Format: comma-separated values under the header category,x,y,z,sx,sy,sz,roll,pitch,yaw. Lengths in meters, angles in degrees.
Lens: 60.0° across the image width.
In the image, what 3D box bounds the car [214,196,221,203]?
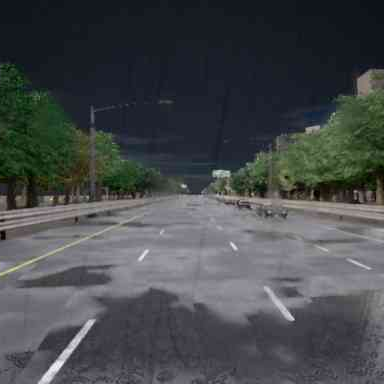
category,x,y,z,sx,sy,sz,roll,pitch,yaw
car,7.366,1.986,84.351,2.128,1.511,4.902,0,0,1

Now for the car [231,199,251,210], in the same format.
category,x,y,z,sx,sy,sz,roll,pitch,yaw
car,7.108,1.727,46.901,1.837,1.490,4.892,0,0,0

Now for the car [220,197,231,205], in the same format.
category,x,y,z,sx,sy,sz,roll,pitch,yaw
car,7.216,1.940,65.372,1.895,1.301,4.718,0,0,0

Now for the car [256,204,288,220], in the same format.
category,x,y,z,sx,sy,sz,roll,pitch,yaw
car,7.039,1.722,29.784,1.895,1.301,4.718,0,0,0
